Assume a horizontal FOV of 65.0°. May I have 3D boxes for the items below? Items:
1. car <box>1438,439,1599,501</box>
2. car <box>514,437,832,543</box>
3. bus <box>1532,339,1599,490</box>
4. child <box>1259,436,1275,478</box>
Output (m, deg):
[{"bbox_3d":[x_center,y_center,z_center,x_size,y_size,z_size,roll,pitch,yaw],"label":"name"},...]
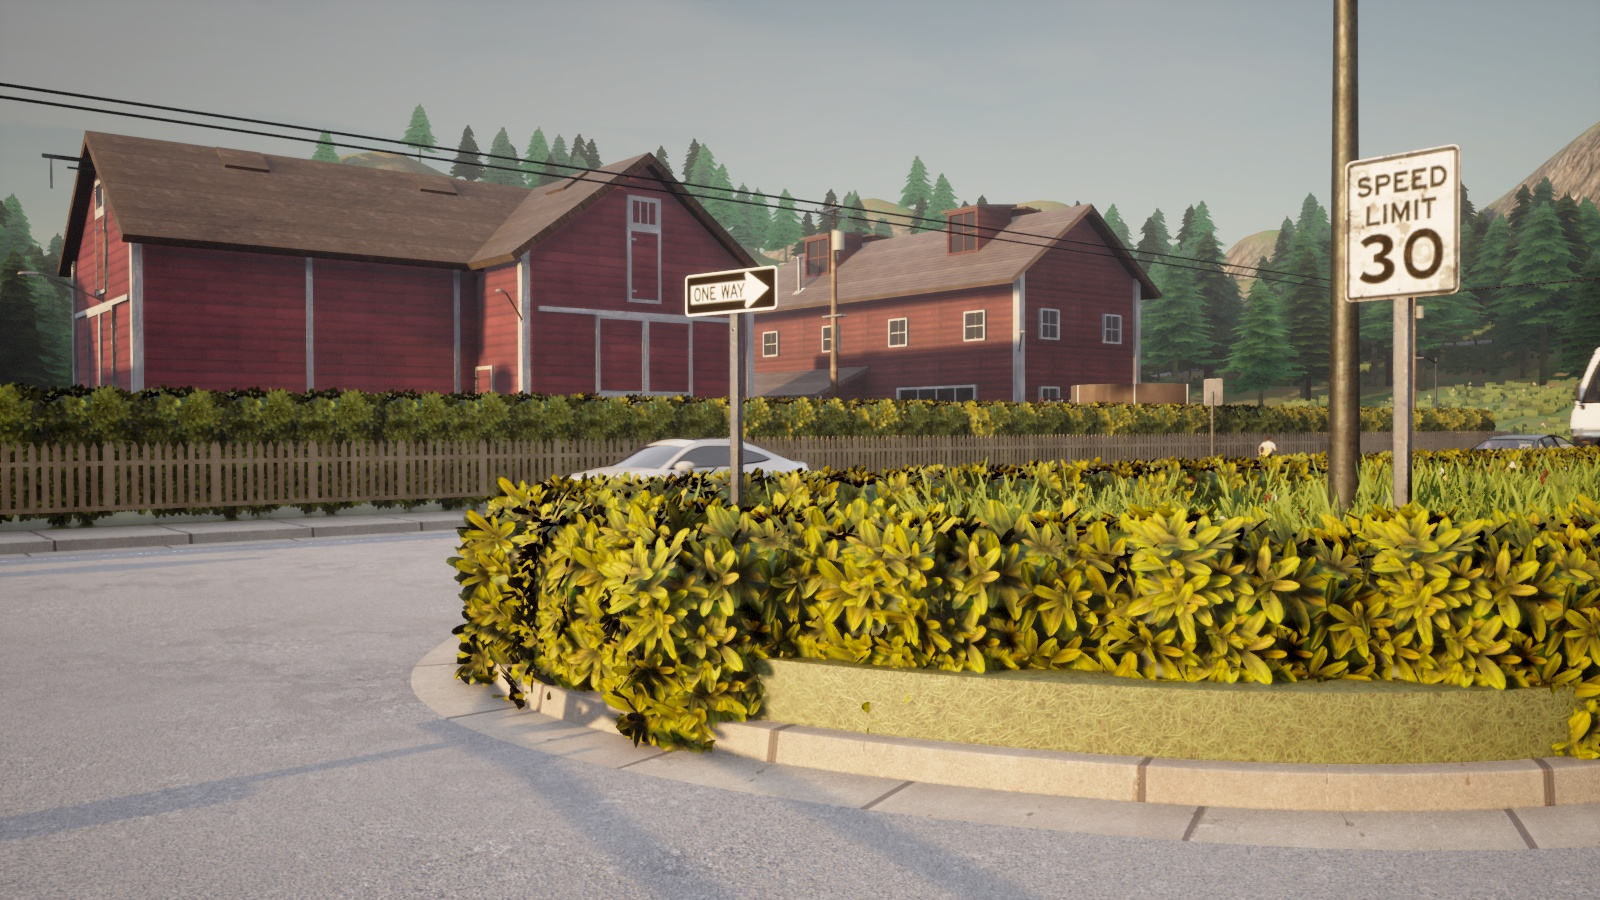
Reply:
[{"bbox_3d":[18.235,0.439,31.390,5.357,1.411,2.033,-1,1,-39],"label":"car"},{"bbox_3d":[-1.875,0.533,19.489,4.674,1.442,1.812,-1,1,-39],"label":"car"},{"bbox_3d":[25.876,-0.990,33.495,3.944,4.253,10.273,-2,2,-34],"label":"bus"},{"bbox_3d":[13.992,0.212,37.608,0.437,1.263,0.270,-1,1,-40],"label":"child"}]
